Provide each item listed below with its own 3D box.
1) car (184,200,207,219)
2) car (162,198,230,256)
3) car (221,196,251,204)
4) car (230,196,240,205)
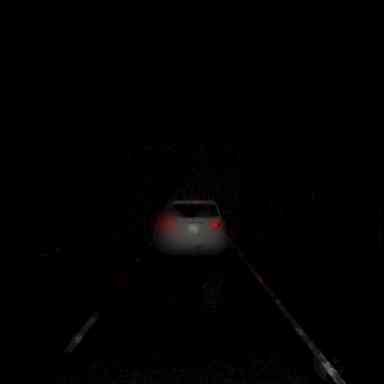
[{"bbox_3d":[0.381,1.528,30.189,1.812,1.442,4.674,0,0,5],"label":"car"},{"bbox_3d":[0.066,1.224,13.189,2.150,2.045,5.566,0,0,0],"label":"car"},{"bbox_3d":[8.074,1.481,61.296,5.008,1.535,1.882,0,0,-14],"label":"car"},{"bbox_3d":[8.483,1.551,57.739,5.357,1.411,2.033,0,0,-16],"label":"car"}]
